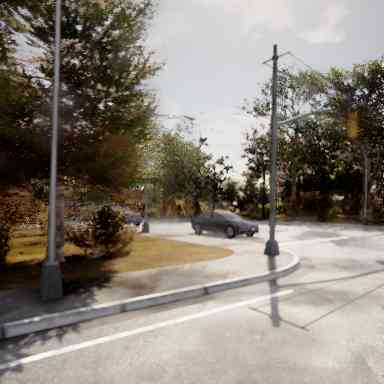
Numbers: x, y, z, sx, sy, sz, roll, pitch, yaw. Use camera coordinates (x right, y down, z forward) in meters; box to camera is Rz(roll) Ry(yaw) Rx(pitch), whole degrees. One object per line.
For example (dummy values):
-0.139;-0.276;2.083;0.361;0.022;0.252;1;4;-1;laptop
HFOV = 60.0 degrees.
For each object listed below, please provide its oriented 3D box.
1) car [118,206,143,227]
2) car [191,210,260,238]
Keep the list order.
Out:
-6.865;2.302;31.338;2.150;2.045;5.566;2;-5;-41;car
1.925;1.917;20.458;1.837;1.490;4.892;2;-3;-39;car
